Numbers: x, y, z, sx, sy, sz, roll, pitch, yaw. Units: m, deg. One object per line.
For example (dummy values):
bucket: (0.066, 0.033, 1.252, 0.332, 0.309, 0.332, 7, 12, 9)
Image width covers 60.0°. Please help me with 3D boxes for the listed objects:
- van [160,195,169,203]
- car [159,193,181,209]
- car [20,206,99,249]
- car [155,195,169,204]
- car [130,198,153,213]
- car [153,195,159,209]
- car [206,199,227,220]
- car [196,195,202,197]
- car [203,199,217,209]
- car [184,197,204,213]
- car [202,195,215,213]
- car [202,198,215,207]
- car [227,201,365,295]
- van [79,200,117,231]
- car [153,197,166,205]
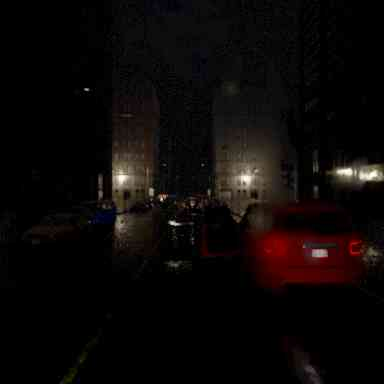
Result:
van: (-5.894, 1.472, 71.473, 1.690, 1.788, 3.998, 0, 0, 0)
car: (-3.033, 1.455, 46.378, 2.097, 1.767, 4.553, 0, 0, 0)
car: (-5.868, 1.573, 14.900, 1.752, 1.417, 4.829, 0, 0, 0)
car: (-5.891, 1.442, 65.832, 2.192, 1.841, 5.009, 0, 0, 0)
car: (-5.877, 1.676, 37.631, 1.802, 1.307, 4.206, 0, 0, 0)
car: (-5.880, 1.541, 43.272, 1.967, 1.590, 4.097, 0, 0, 0)
car: (2.651, 1.636, 31.973, 2.008, 1.369, 4.403, 0, 0, 0)
car: (-0.023, 1.597, 47.427, 2.128, 1.511, 4.902, 0, 0, 0)
car: (2.643, 1.689, 48.891, 1.802, 1.307, 4.206, 0, 0, 0)
car: (0.050, 1.641, 37.641, 2.033, 1.411, 5.357, 0, 0, 0)
car: (2.646, 1.541, 43.251, 1.967, 1.590, 4.097, 0, 0, 0)
car: (2.640, 1.658, 54.530, 1.887, 1.381, 4.507, 0, 0, 0)
car: (2.390, 1.251, 8.911, 2.150, 2.045, 5.566, 0, 0, 0)
van: (-5.870, 1.405, 20.712, 1.690, 1.788, 3.998, 0, 0, 0)
car: (-5.888, 1.686, 60.191, 1.947, 1.339, 4.313, 0, 0, 0)
